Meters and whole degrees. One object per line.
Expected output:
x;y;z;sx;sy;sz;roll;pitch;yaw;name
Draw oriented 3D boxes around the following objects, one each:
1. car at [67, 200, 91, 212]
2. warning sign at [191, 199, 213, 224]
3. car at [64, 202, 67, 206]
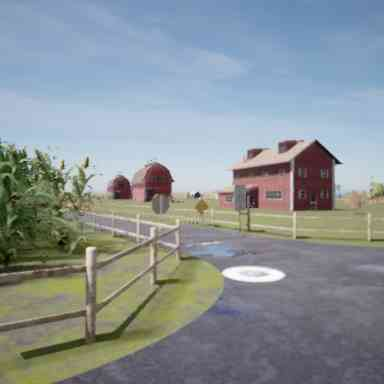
-16.015;1.887;47.598;2.097;1.767;4.553;0;-1;-32;car
0.732;1.430;25.060;1.300;1.860;1.060;0;-1;-32;warning sign
-23.503;2.214;59.651;1.994;1.385;4.181;0;-1;-32;car
